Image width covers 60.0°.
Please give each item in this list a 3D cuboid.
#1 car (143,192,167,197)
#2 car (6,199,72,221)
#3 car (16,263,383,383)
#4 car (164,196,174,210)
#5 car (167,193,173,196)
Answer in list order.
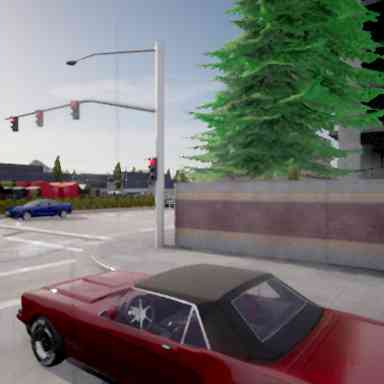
[{"bbox_3d":[-8.203,1.022,69.731,4.605,1.855,1.932,0,0,35],"label":"car"},{"bbox_3d":[-12.035,1.352,26.466,1.882,1.535,5.008,0,0,35],"label":"car"},{"bbox_3d":[-0.137,1.594,4.077,4.718,1.301,1.895,0,0,36],"label":"car"},{"bbox_3d":[-1.902,1.475,40.924,1.895,1.301,4.718,0,0,35],"label":"car"},{"bbox_3d":[-6.690,1.232,71.948,3.905,1.438,1.784,0,0,35],"label":"car"}]
